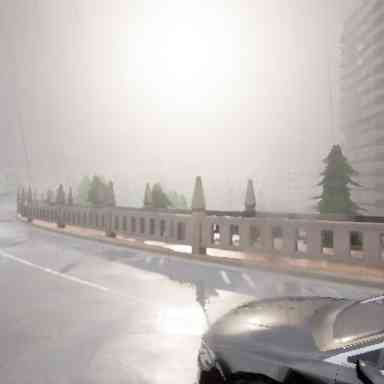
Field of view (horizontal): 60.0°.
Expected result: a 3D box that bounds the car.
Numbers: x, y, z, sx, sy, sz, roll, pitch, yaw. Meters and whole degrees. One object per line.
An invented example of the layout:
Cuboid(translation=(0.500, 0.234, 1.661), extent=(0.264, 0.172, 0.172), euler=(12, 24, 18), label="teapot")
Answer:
Cuboid(translation=(2.271, 1.490, 2.464), extent=(4.902, 1.511, 2.128), euler=(0, 0, 35), label="car")
